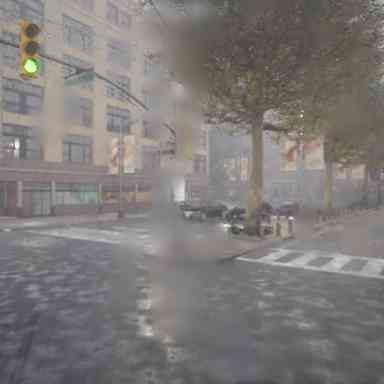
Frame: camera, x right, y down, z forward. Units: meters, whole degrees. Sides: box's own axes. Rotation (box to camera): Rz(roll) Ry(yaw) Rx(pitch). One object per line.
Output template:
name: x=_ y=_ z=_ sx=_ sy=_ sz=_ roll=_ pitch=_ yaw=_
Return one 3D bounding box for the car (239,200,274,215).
car: x=6.850 y=1.575 z=35.083 sx=1.994 sy=1.385 sz=4.181 roll=0 pitch=0 yaw=36

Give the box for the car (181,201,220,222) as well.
car: x=1.079 y=1.502 z=26.949 sx=2.128 sy=1.511 sz=4.902 roll=0 pitch=0 yaw=35

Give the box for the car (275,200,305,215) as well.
car: x=10.046 y=1.534 z=33.532 sx=1.812 sy=1.442 sz=4.674 roll=0 pitch=0 yaw=35

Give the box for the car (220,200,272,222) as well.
car: x=4.207 y=1.572 z=25.324 sx=1.994 sy=1.385 sz=4.181 roll=0 pitch=0 yaw=35
